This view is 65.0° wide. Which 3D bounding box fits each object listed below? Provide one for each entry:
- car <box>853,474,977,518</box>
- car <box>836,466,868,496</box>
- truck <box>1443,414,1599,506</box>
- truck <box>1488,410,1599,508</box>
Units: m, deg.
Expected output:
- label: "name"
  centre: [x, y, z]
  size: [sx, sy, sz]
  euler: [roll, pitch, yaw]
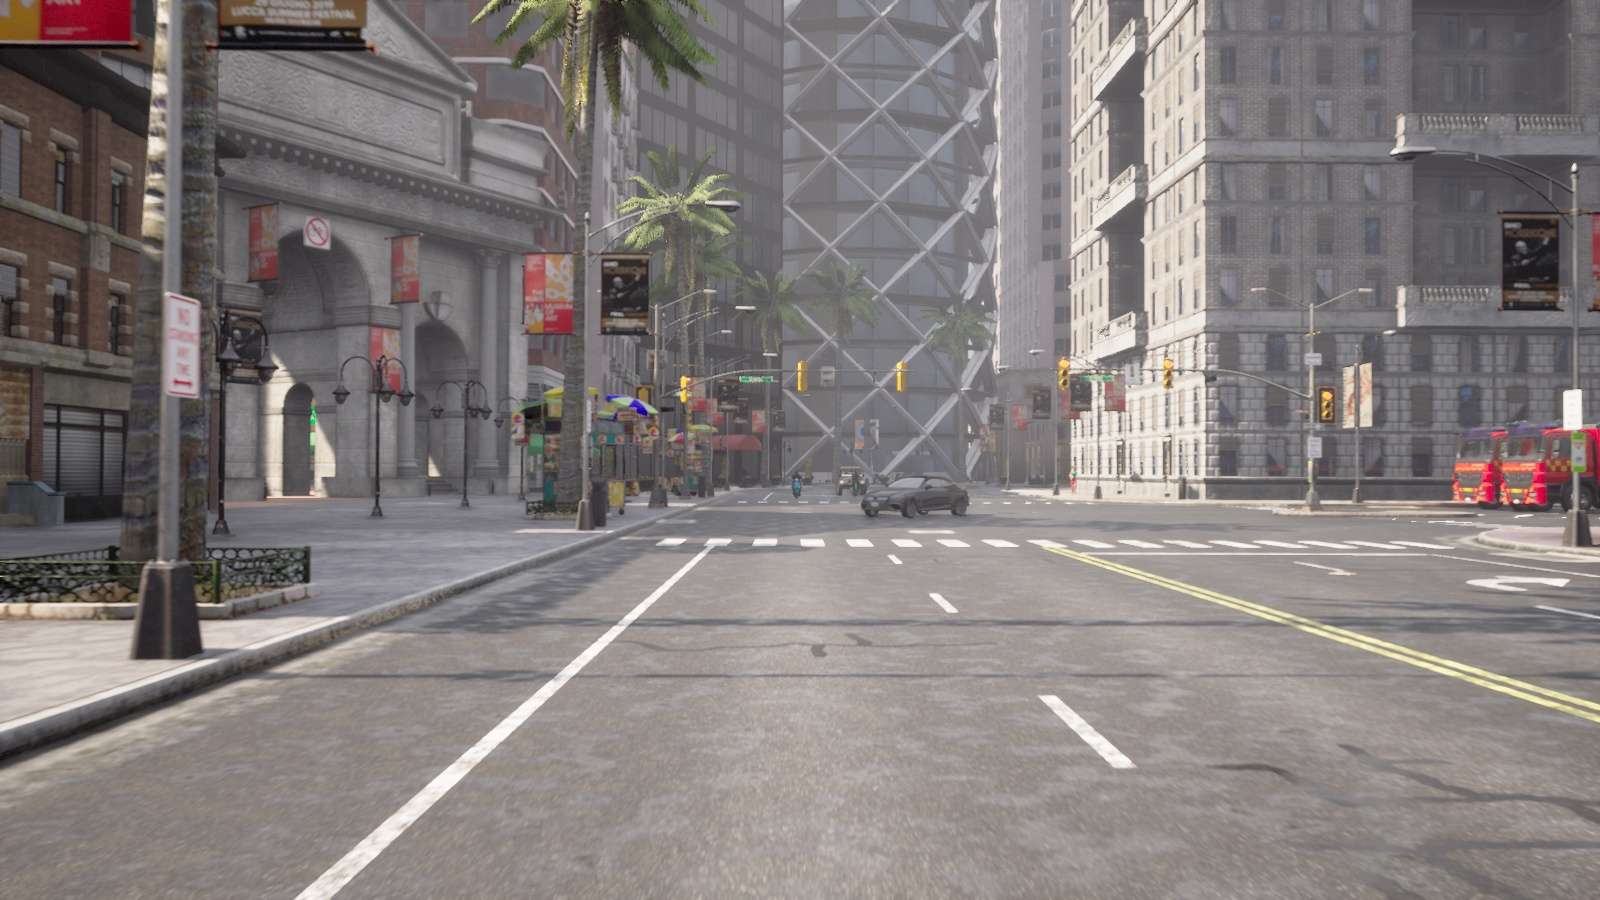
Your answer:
- label: "car"
  centre: [4.042, 1.554, 43.594]
  size: [1.812, 1.442, 4.674]
  euler: [-1, -1, 43]
- label: "car"
  centre: [3.302, 1.949, 80.765]
  size: [1.905, 1.878, 3.866]
  euler: [0, -1, 0]
- label: "truck"
  centre: [32.622, 0.423, 53.981]
  size: [8.468, 3.827, 2.891]
  euler: [0, -1, -1]
- label: "truck"
  centre: [32.711, 0.364, 50.483]
  size: [8.468, 3.827, 2.891]
  euler: [0, -1, -1]
